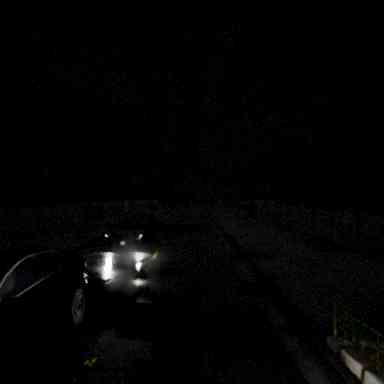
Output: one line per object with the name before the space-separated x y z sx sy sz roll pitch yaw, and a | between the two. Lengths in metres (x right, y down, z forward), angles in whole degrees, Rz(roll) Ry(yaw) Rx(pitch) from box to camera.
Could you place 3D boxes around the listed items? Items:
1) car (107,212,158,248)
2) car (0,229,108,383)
car | -2.734 1.689 15.891 2.033 1.411 5.357 0 -1 0
car | -2.837 1.529 4.310 2.128 1.511 4.902 0 -1 0
